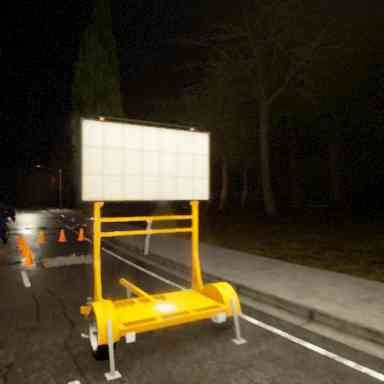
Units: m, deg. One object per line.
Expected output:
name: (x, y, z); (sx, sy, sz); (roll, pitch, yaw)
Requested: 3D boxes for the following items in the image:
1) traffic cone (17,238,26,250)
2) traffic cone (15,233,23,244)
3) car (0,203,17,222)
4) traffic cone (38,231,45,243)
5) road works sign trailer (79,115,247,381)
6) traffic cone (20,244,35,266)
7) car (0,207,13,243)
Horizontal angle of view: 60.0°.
traffic cone: (-6.522, 2.193, 12.971); (0.340, 0.580, 0.340); (0, -1, -30)
traffic cone: (-7.527, 2.225, 14.700); (0.340, 0.580, 0.340); (0, -1, -30)
car: (-18.746, 2.125, 33.283); (1.882, 1.535, 5.008); (0, -1, -27)
traffic cone: (-7.667, 2.262, 16.932); (0.340, 0.580, 0.340); (0, -1, -30)
road works sign trailer: (-0.814, 0.572, 5.904); (2.380, 3.560, 2.880); (0, -1, -30)
traffic cone: (-5.518, 2.162, 11.242); (0.340, 0.580, 0.340); (0, -1, -30)
car: (-10.792, 1.813, 17.652); (1.882, 1.535, 5.008); (0, -1, -27)
